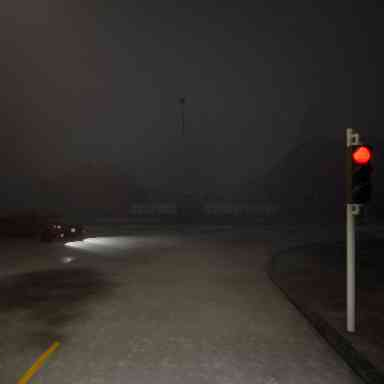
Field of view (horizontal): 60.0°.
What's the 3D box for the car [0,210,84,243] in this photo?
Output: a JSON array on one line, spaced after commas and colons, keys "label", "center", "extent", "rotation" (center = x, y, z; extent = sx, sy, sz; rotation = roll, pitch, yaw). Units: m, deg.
[{"label": "car", "center": [-7.274, 1.564, 15.833], "extent": [4.181, 1.385, 1.994], "rotation": [0, 0, 19]}]
